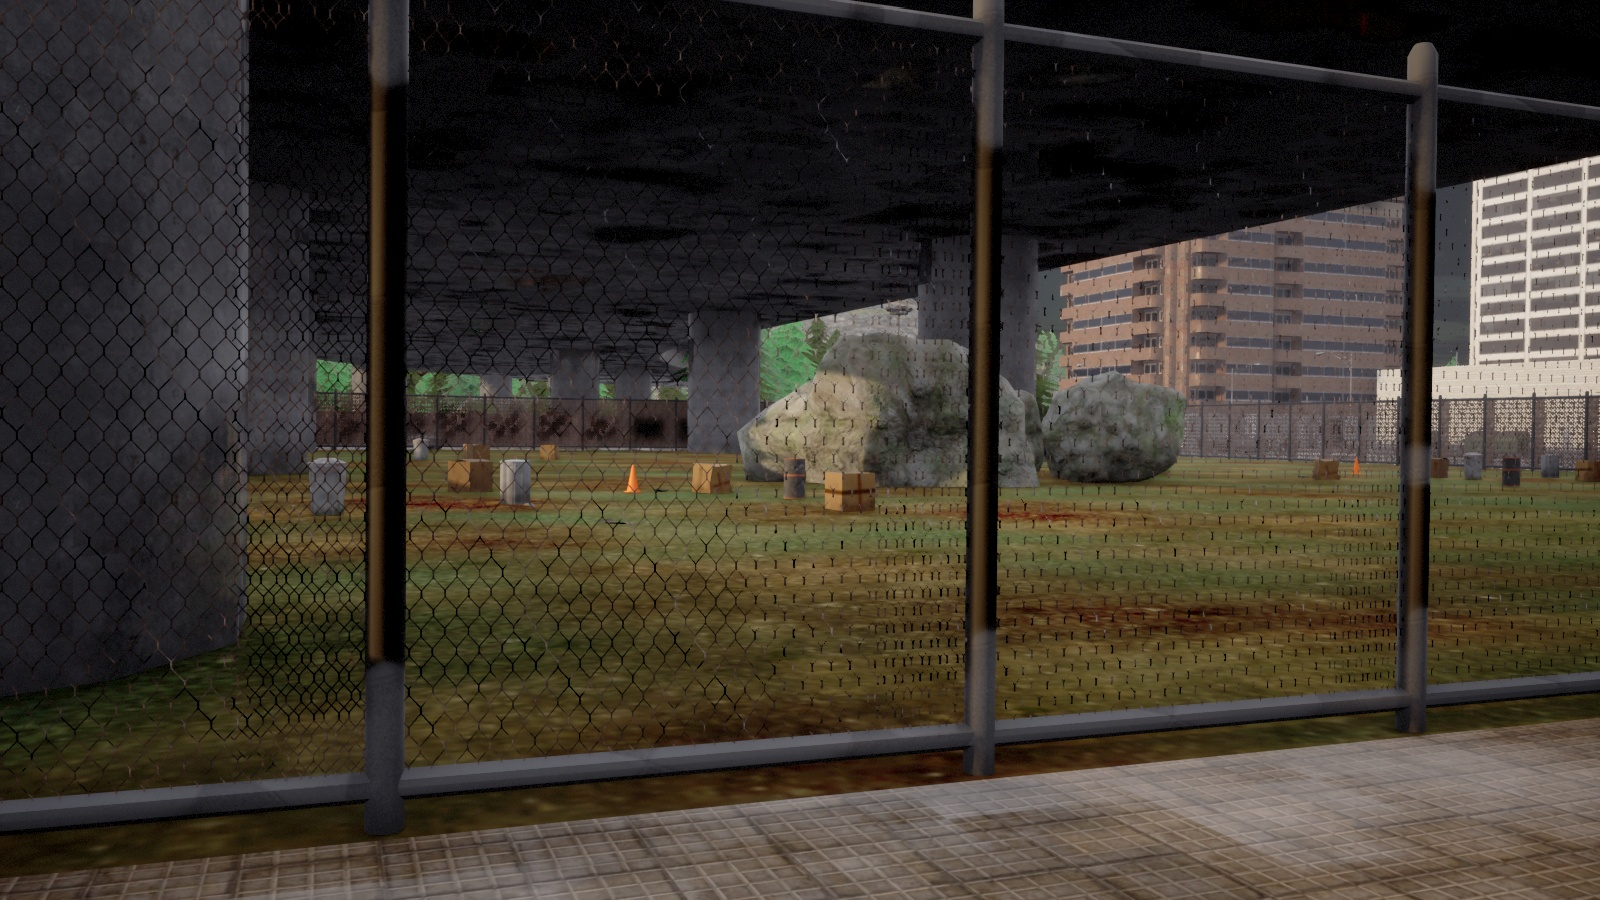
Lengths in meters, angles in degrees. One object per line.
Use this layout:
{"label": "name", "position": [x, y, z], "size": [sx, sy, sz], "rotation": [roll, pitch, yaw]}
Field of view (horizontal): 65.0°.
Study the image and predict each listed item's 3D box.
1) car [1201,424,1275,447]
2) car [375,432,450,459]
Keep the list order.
{"label": "car", "position": [29.843, -1.017, 85.732], "size": [2.128, 1.511, 4.902], "rotation": [-1, 1, -21]}
{"label": "car", "position": [-23.548, -0.292, 76.405], "size": [3.988, 1.617, 1.851], "rotation": [-1, 1, -34]}
